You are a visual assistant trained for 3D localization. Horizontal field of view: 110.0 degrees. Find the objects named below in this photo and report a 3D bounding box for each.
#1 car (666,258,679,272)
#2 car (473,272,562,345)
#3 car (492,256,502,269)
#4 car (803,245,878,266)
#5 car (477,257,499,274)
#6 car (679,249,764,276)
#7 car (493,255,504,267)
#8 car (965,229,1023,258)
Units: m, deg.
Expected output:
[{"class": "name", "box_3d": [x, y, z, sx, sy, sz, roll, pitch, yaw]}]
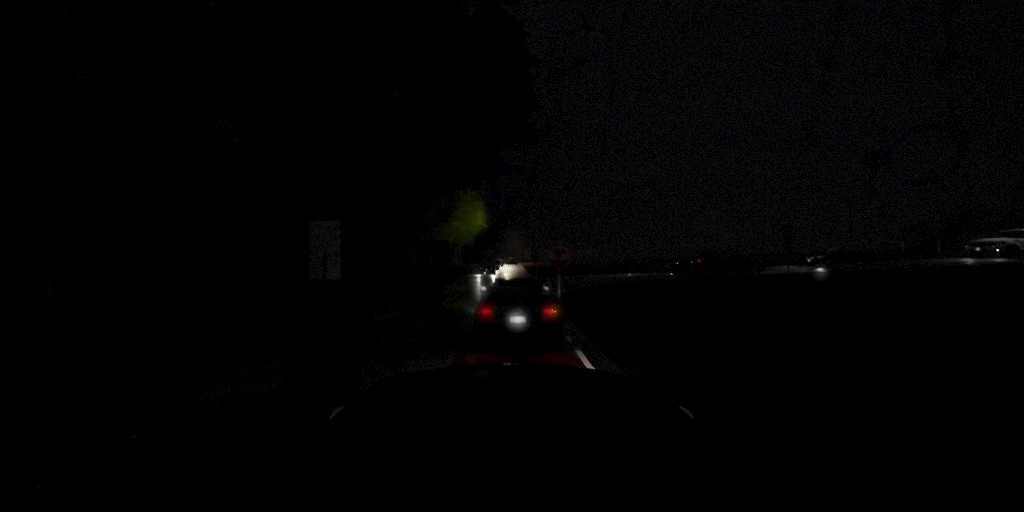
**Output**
[{"class": "car", "box_3d": [14.063, 0.415, 26.813, 4.902, 1.511, 2.128, -3, 1, 1]}, {"class": "car", "box_3d": [0.092, 1.296, 9.496, 1.994, 1.385, 4.181, 0, 0, -1]}, {"class": "car", "box_3d": [-2.734, 1.157, 49.395, 1.882, 1.535, 5.008, 0, 0, 1]}, {"class": "car", "box_3d": [24.419, -0.062, 26.688, 4.674, 1.442, 1.812, -3, 1, 0]}, {"class": "car", "box_3d": [-2.710, 1.192, 39.302, 1.837, 1.490, 4.892, 0, 0, -1]}, {"class": "car", "box_3d": [14.062, 0.315, 23.836, 4.553, 1.767, 2.097, -3, 1, 0]}, {"class": "car", "box_3d": [-2.640, 0.893, 62.741, 2.150, 2.045, 5.566, 0, 0, 1]}, {"class": "car", "box_3d": [37.264, -0.986, 26.522, 5.566, 2.045, 2.150, -3, 1, 1]}]
